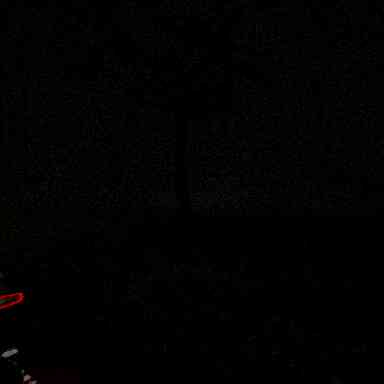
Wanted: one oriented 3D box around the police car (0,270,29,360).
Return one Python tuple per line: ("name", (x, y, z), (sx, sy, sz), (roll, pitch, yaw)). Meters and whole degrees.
("police car", (-4.400, 1.461, 5.203), (5.238, 1.638, 1.930), (-1, 1, 42))
